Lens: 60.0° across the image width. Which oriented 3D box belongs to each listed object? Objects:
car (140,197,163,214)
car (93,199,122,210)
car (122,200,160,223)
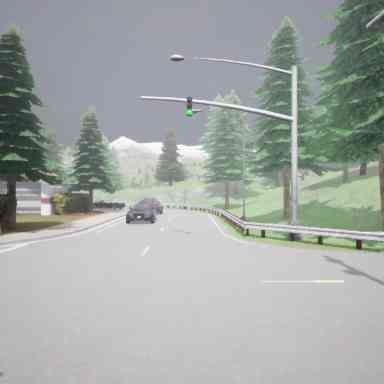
[{"bbox_3d":[-4.472,1.352,34.918,2.097,1.767,4.553,0,0,-19],"label":"car"},{"bbox_3d":[-10.969,1.608,42.721,4.718,1.301,1.895,0,0,15],"label":"car"},{"bbox_3d":[-3.734,1.564,25.120,1.994,1.385,4.181,0,0,-2],"label":"car"}]
